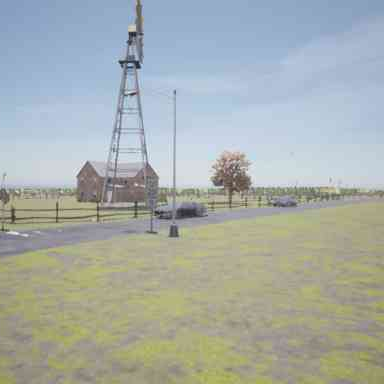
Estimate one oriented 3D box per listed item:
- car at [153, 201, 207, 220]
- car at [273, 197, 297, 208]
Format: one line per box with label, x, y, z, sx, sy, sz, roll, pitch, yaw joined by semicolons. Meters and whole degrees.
car;-0.903;1.438;27.573;2.033;1.411;5.357;1;1;37
car;12.486;1.385;44.728;1.994;1.385;4.181;1;1;39
